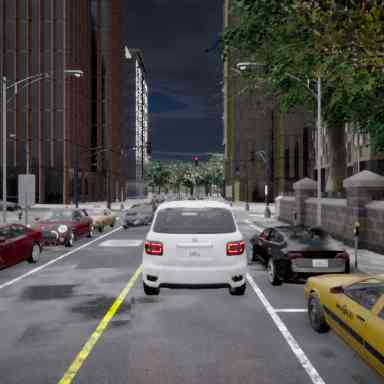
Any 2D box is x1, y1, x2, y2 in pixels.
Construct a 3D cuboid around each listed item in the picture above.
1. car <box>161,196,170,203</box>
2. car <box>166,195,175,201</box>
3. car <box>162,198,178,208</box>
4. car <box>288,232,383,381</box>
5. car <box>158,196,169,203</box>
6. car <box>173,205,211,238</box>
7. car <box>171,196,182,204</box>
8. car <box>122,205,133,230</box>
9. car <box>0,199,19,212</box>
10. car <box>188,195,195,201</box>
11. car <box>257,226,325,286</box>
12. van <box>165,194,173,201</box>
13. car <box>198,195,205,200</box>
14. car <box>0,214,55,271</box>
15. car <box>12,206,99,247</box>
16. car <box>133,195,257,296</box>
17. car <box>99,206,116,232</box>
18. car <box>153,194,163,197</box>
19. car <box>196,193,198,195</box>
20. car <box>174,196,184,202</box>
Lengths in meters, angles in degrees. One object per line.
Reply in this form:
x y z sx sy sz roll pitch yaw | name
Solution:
-5.805 1.549 73.686 1.752 1.417 4.829 0 0 0 | car
-5.815 1.585 90.169 2.008 1.369 4.403 0 0 0 | car
-3.123 1.574 48.106 1.994 1.385 4.181 0 0 0 | car
2.759 1.525 3.941 1.752 1.417 4.829 0 0 0 | car
-5.802 1.602 68.418 1.802 1.307 4.206 0 0 0 | car
0.013 1.527 18.464 1.812 1.442 4.674 0 0 1 | car
-3.060 1.583 66.976 1.994 1.385 4.181 0 0 1 | car
-3.122 1.507 21.187 1.837 1.490 4.892 -1 0 1 | car
-19.189 1.203 31.530 5.357 1.411 2.033 1 0 -5 | car
-0.050 1.534 88.581 1.837 1.490 4.892 0 0 0 | car
2.756 1.566 9.228 1.947 1.339 4.313 0 0 0 | car
-5.812 1.372 84.731 1.690 1.788 3.998 0 0 0 | van
2.707 1.565 95.781 1.752 1.417 4.829 0 0 0 | car
-5.770 1.545 9.221 1.887 1.381 4.507 0 0 0 | car
-5.773 1.441 14.679 1.967 1.590 4.097 0 0 0 | car
0.061 1.222 8.819 2.150 2.045 5.566 0 0 0 | car
-5.776 1.527 19.965 1.752 1.417 4.829 0 0 0 | car
-5.797 1.329 57.543 2.192 1.841 5.009 0 0 0 | car
-0.045 1.551 78.675 1.812 1.442 4.674 0 0 0 | car
-3.044 1.559 77.315 2.033 1.411 5.357 0 0 0 | car
